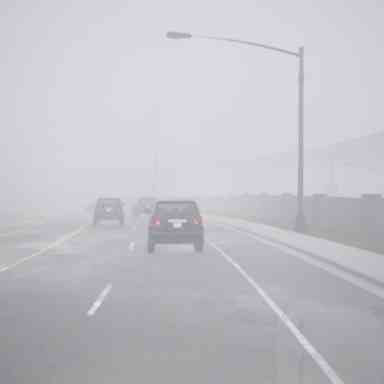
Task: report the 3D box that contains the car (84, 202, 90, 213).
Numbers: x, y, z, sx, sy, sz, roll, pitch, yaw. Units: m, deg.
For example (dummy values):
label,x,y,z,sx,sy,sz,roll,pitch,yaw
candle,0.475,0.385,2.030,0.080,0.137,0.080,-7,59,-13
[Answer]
label,x,y,z,sx,sy,sz,roll,pitch,yaw
car,-12.546,1.932,42.558,1.994,1.385,4.181,0,0,-27

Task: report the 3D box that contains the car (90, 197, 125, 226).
label,x,y,z,sx,sy,sz,roll,pitch,yaw
car,-6.385,1.410,25.675,2.150,2.045,5.566,0,-1,-13

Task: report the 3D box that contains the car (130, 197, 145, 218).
label,x,y,z,sx,sy,sz,roll,pitch,yaw
car,-4.808,1.474,33.097,2.150,2.045,5.566,0,-1,-17

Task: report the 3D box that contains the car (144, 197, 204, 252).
label,x,y,z,sx,sy,sz,roll,pitch,yaw
car,-0.842,1.294,14.434,2.150,2.045,5.566,0,-1,-7
